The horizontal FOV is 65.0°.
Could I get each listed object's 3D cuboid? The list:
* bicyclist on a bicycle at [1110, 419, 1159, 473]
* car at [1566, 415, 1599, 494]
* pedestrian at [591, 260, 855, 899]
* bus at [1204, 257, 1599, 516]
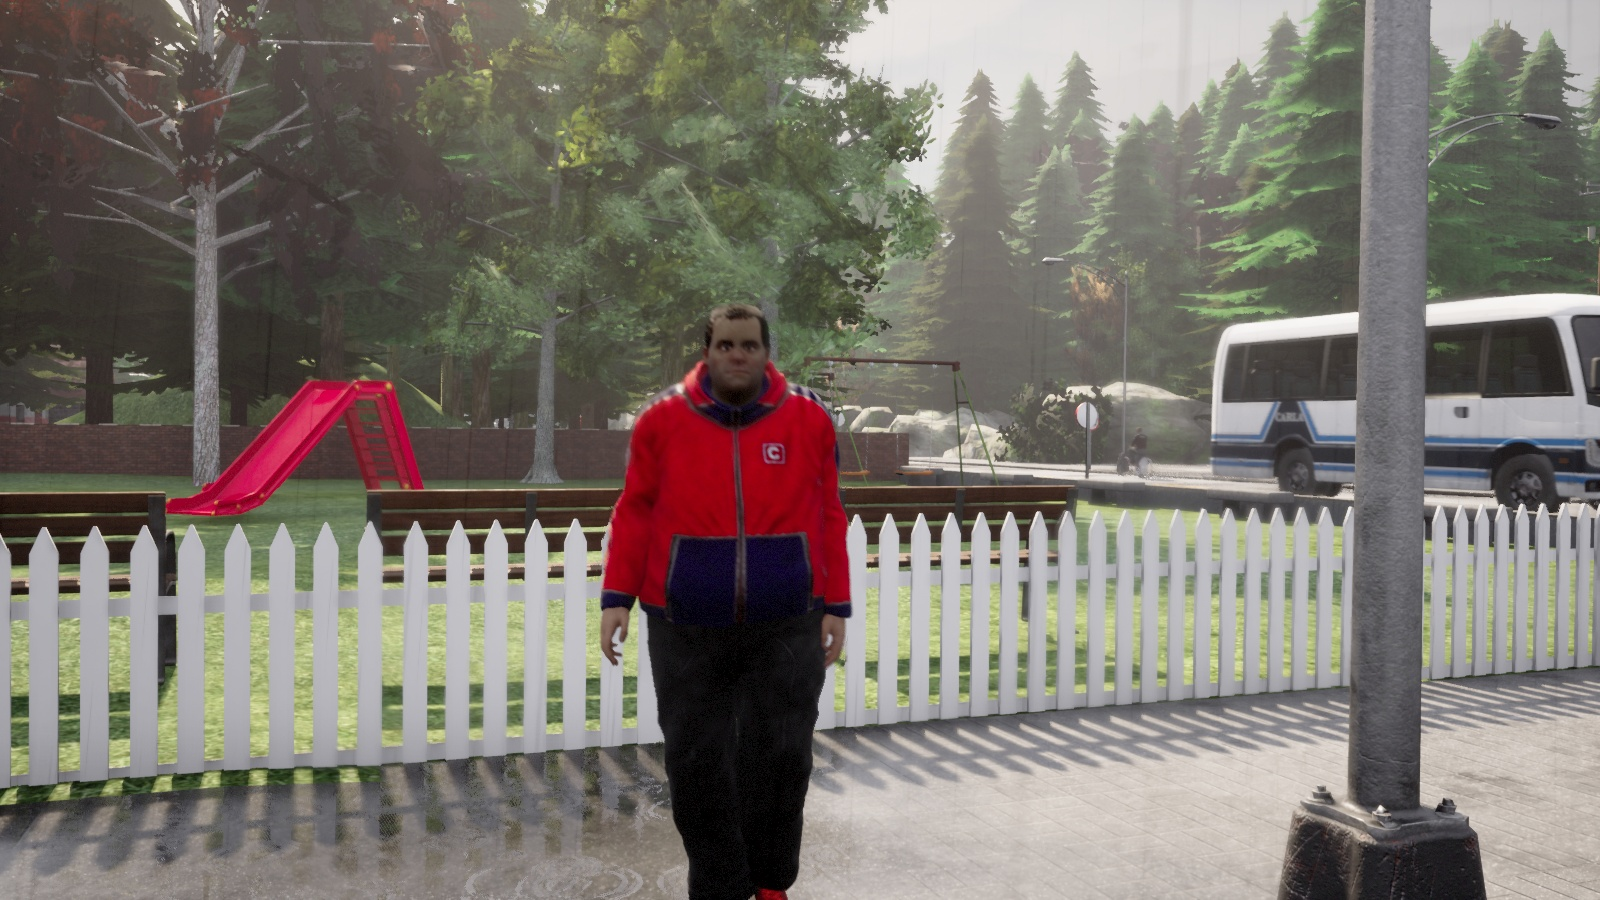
[{"bbox_3d":[11.259,-0.141,42.322,0.659,1.776,1.843,-1,1,-21],"label":"bicyclist on a bicycle"},{"bbox_3d":[17.839,0.095,25.117,1.851,1.617,3.988,-1,1,-21],"label":"car"},{"bbox_3d":[-0.178,0.452,3.551,0.634,1.844,0.899,-1,1,1],"label":"pedestrian"},{"bbox_3d":[13.288,-1.141,25.760,3.944,4.253,10.273,-1,1,-21],"label":"bus"}]
